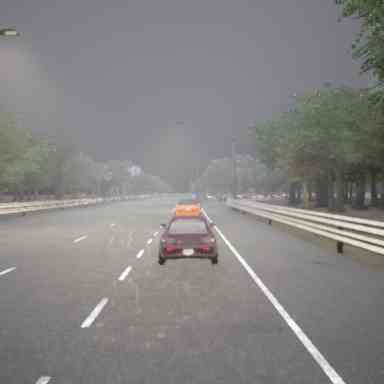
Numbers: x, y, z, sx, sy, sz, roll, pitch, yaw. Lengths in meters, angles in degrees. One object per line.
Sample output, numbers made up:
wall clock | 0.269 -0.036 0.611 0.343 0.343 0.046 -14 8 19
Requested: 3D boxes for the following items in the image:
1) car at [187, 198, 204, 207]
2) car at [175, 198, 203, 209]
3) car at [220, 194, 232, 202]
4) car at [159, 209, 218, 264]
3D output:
car | 0.610 1.616 52.713 1.895 1.301 4.718 -1 0 9
car | -0.349 1.365 27.925 2.097 1.767 4.553 0 0 -1
car | 8.127 1.312 76.634 2.097 1.767 4.553 0 0 27
car | -0.137 1.532 11.714 1.812 1.442 4.674 0 0 -1
